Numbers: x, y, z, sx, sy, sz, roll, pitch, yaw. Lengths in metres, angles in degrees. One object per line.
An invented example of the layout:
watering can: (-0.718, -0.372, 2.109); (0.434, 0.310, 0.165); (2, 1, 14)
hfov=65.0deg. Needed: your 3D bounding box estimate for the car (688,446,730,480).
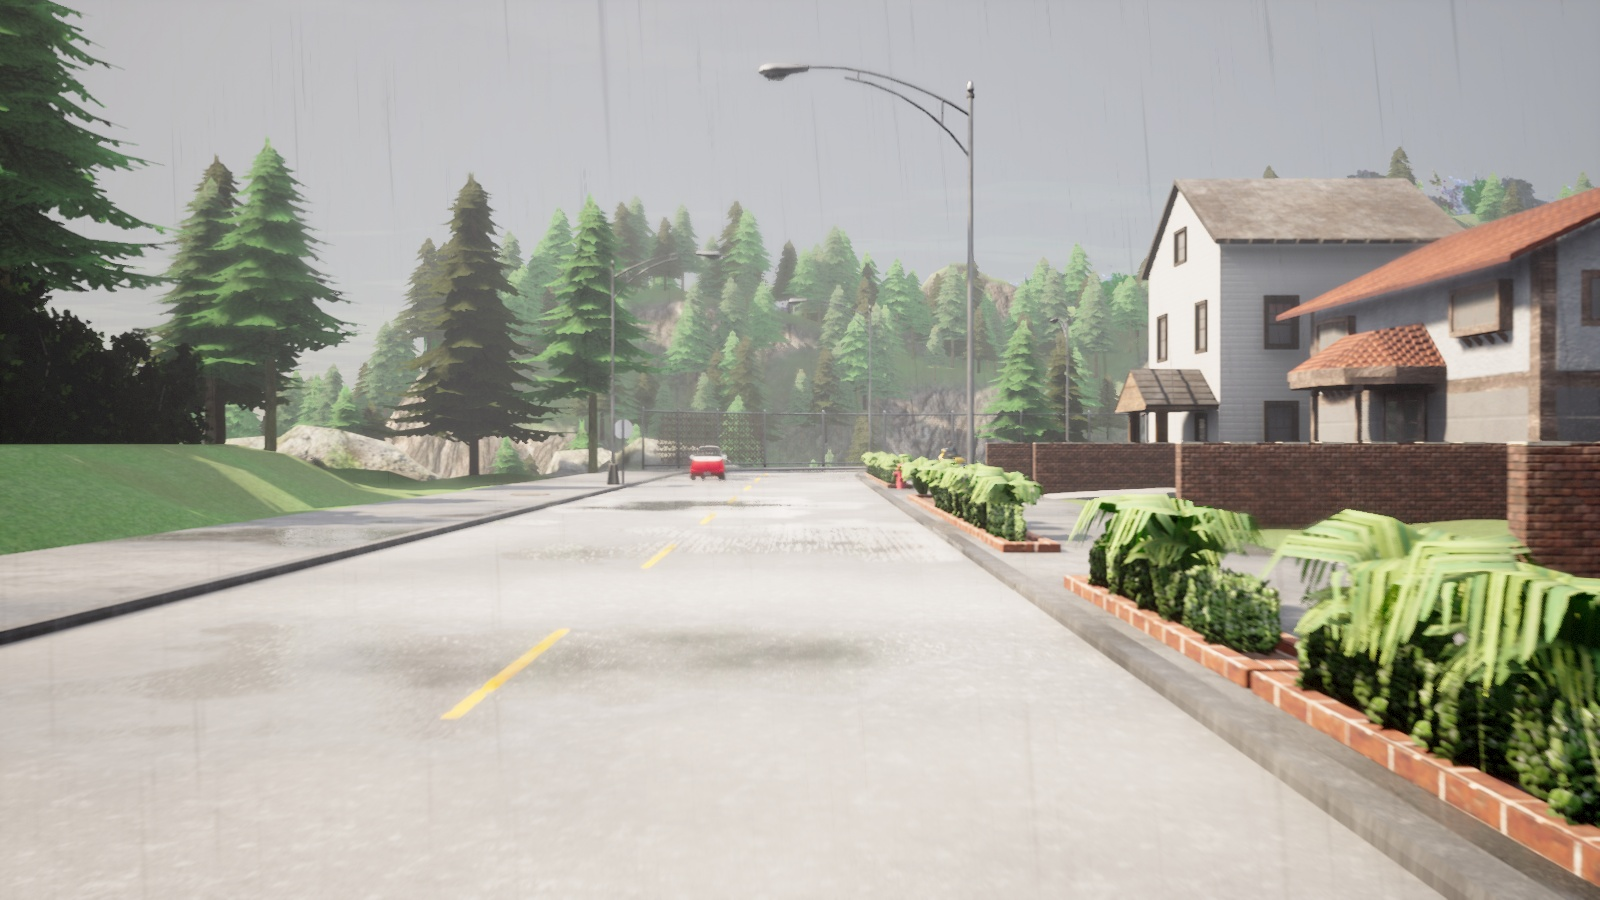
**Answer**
car: (-3.663, 0.513, 50.671); (1.481, 1.376, 2.207); (0, 0, 1)
